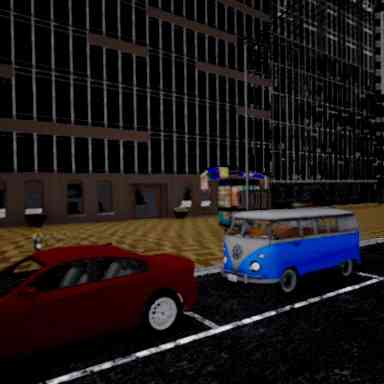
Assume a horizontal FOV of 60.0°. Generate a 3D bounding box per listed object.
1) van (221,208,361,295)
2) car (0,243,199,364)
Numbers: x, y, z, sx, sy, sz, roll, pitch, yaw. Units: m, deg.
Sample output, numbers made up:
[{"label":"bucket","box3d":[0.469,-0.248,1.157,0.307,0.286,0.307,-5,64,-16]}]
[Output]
[{"label":"van","box3d":[2.585,1.332,8.422,3.998,1.788,1.690,0,-1,-35]},{"label":"car","box3d":[-1.991,1.544,5.153,4.507,1.381,1.887,0,-1,-35]}]
